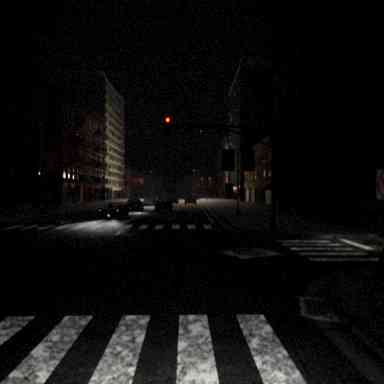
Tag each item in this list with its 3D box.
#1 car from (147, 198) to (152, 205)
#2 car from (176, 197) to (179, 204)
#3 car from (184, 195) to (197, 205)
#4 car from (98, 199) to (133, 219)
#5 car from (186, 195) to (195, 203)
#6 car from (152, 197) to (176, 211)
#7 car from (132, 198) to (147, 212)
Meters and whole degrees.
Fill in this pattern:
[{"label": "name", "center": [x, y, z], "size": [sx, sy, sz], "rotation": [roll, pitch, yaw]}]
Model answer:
[{"label": "car", "center": [-6.815, 1.569, 52.714], "size": [1.895, 1.301, 4.718], "rotation": [0, 0, 0]}, {"label": "car", "center": [-3.482, 1.562, 62.874], "size": [1.895, 1.301, 4.718], "rotation": [0, 0, 0]}, {"label": "car", "center": [-0.257, 1.317, 58.352], "size": [2.097, 1.767, 4.553], "rotation": [0, 0, 0]}, {"label": "car", "center": [-6.727, 1.587, 29.000], "size": [1.895, 1.301, 4.718], "rotation": [0, 0, 0]}, {"label": "car", "center": [-0.302, 1.435, 68.385], "size": [1.882, 1.535, 5.008], "rotation": [0, 0, 0]}, {"label": "car", "center": [-3.328, 1.456, 40.151], "size": [1.882, 1.535, 5.008], "rotation": [0, 0, 0]}, {"label": "car", "center": [-6.768, 1.505, 38.788], "size": [1.812, 1.442, 4.674], "rotation": [0, 0, 0]}]
